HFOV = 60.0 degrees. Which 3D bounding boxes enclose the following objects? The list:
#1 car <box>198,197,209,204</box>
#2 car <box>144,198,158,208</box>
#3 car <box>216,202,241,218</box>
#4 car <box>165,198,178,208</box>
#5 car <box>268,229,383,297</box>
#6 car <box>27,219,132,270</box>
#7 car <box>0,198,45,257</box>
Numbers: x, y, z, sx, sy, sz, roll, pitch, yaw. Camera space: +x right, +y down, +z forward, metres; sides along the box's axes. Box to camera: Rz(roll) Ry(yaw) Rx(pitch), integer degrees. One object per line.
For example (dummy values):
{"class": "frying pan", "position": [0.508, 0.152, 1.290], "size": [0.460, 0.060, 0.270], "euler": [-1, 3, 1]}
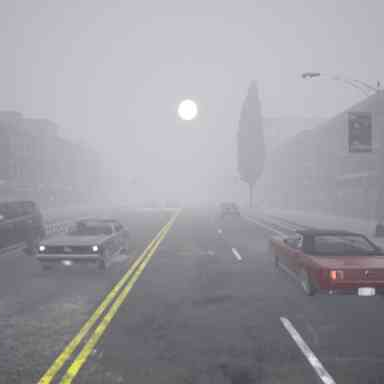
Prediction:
{"class": "car", "position": [3.242, 2.199, 84.681], "size": [1.812, 1.442, 4.674], "euler": [0, -1, 0]}
{"class": "car", "position": [-6.566, 1.758, 53.953], "size": [2.128, 1.511, 4.902], "euler": [0, -1, 0]}
{"class": "car", "position": [3.346, 1.622, 30.955], "size": [2.033, 1.411, 5.357], "euler": [0, 0, 0]}
{"class": "car", "position": [-3.318, 1.759, 54.085], "size": [2.128, 1.511, 4.902], "euler": [0, -1, 0]}
{"class": "car", "position": [3.339, 1.608, 8.552], "size": [1.895, 1.301, 4.718], "euler": [0, 0, 0]}
{"class": "car", "position": [-3.350, 1.609, 11.174], "size": [1.895, 1.301, 4.718], "euler": [0, 0, 0]}
{"class": "car", "position": [-6.602, 1.229, 10.341], "size": [2.150, 2.045, 5.566], "euler": [0, 0, 0]}
